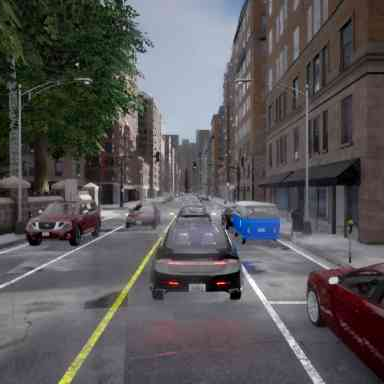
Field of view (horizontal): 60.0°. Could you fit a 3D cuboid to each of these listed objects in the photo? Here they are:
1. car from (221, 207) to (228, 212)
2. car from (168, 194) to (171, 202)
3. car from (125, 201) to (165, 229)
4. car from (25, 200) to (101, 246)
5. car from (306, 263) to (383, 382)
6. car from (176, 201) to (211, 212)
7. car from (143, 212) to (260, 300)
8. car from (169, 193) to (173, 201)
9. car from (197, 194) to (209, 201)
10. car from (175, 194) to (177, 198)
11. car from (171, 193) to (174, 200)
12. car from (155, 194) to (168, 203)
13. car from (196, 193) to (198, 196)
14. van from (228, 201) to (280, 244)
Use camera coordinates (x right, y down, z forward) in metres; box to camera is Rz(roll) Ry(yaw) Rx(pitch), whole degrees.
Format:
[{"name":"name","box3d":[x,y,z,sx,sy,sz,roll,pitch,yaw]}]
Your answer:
[{"name":"car","box3d":[2.845,1.557,21.111,1.947,1.339,4.313,0,0,0]},{"name":"car","box3d":[-5.701,1.500,64.545,2.008,1.369,4.403,0,0,0]},{"name":"car","box3d":[-3.053,1.516,21.656,1.812,1.442,4.674,0,0,1]},{"name":"car","box3d":[-5.678,1.310,15.406,2.192,1.841,5.009,0,0,0]},{"name":"car","box3d":[2.853,1.544,4.130,1.887,1.381,4.507,0,0,0]},{"name":"car","box3d":[0.089,1.485,18.296,2.128,1.511,4.902,0,0,0]},{"name":"car","box3d":[0.096,1.490,8.351,2.128,1.511,4.902,0,0,0]},{"name":"car","box3d":[-5.704,1.492,69.997,1.887,1.381,4.507,0,0,0]},{"name":"car","box3d":[2.818,1.385,75.487,1.967,1.590,4.097,0,0,0]},{"name":"car","box3d":[-5.712,1.494,86.349,2.008,1.369,4.403,0,0,0]},{"name":"car","box3d":[-5.706,1.490,75.448,1.887,1.381,4.507,0,0,0]},{"name":"car","box3d":[-5.698,1.479,58.925,1.752,1.417,4.829,0,0,0]},{"name":"car","box3d":[2.814,1.495,86.385,2.008,1.369,4.403,0,0,0]},{"name":"van","box3d":[2.847,1.336,15.450,1.690,1.788,3.998,0,0,0]}]
